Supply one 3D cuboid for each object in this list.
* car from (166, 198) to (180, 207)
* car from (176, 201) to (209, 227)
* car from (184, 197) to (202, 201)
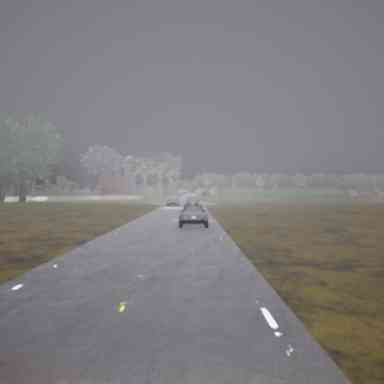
[{"bbox_3d":[-2.779,1.526,50.026,1.994,1.385,4.181,0,0,1],"label":"car"},{"bbox_3d":[0.101,1.556,22.938,1.994,1.385,4.181,0,0,0],"label":"car"},{"bbox_3d":[0.100,1.329,39.081,2.097,1.767,4.553,0,0,0],"label":"car"}]
